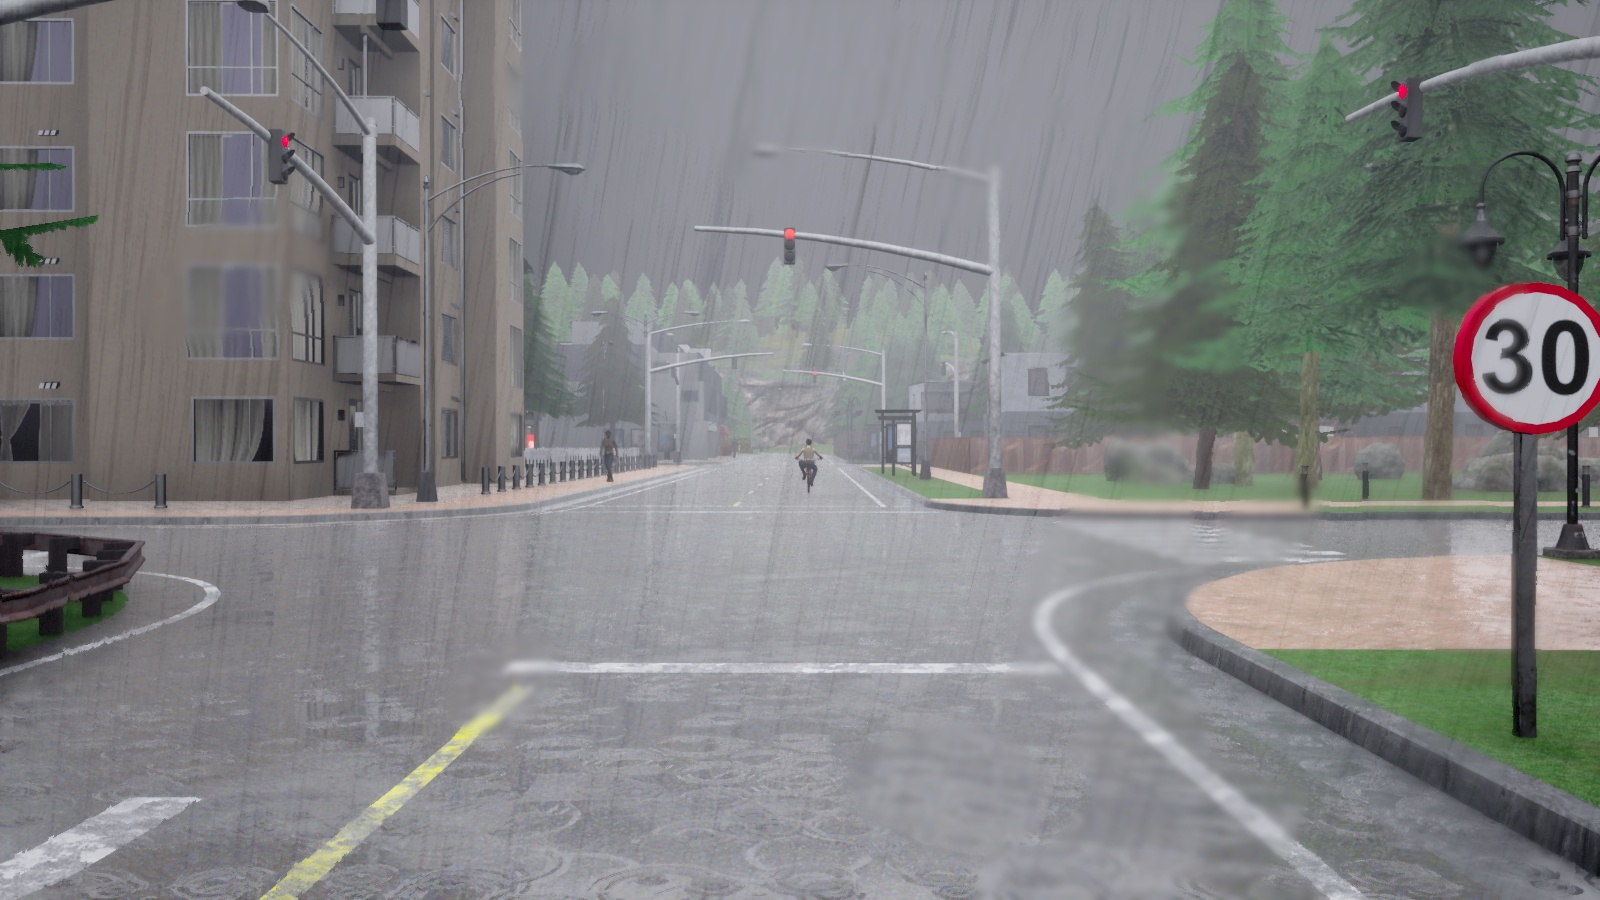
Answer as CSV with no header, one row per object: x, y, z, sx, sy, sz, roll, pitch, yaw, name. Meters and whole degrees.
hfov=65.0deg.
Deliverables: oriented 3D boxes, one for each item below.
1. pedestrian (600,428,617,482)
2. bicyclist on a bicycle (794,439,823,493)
-6.481,0.162,42.601,0.328,1.805,0.869,0,0,8,pedestrian
0.265,0.468,38.120,0.866,1.612,1.509,0,0,1,bicyclist on a bicycle
